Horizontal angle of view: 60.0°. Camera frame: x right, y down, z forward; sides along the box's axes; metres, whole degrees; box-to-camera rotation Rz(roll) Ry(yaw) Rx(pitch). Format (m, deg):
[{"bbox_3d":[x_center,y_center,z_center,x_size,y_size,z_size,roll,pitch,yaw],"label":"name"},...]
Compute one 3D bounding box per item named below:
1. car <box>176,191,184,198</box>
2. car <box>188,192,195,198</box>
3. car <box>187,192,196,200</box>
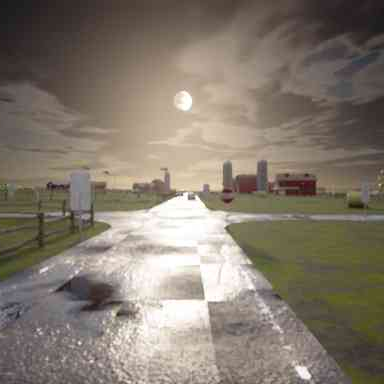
[{"bbox_3d":[-2.870,0.572,79.564,1.837,1.490,4.892,0,0,0],"label":"car"},{"bbox_3d":[-0.126,0.783,84.570,1.882,1.535,5.008,0,0,0],"label":"car"},{"bbox_3d":[-0.110,1.027,74.150,2.033,1.411,5.357,0,0,0],"label":"car"}]
